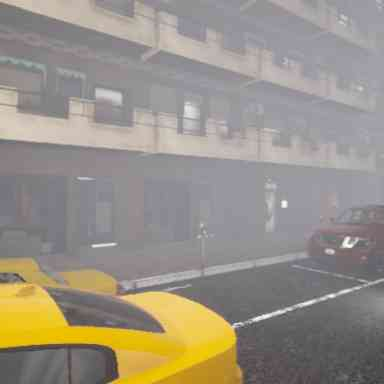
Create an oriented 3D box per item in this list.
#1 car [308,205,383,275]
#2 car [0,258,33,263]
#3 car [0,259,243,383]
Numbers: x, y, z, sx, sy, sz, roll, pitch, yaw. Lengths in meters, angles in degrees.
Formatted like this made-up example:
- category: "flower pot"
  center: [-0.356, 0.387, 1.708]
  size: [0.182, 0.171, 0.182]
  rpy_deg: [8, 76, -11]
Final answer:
- category: "car"
  center: [5.918, 1.361, 10.778]
  size: [5.009, 1.841, 2.192]
  rpy_deg: [0, 0, -36]
- category: "car"
  center: [-3.241, 1.524, 4.245]
  size: [4.829, 1.417, 1.752]
  rpy_deg: [0, 0, -36]
- category: "car"
  center: [-1.913, 1.476, 2.006]
  size: [5.008, 1.535, 1.882]
  rpy_deg: [0, 0, -36]
